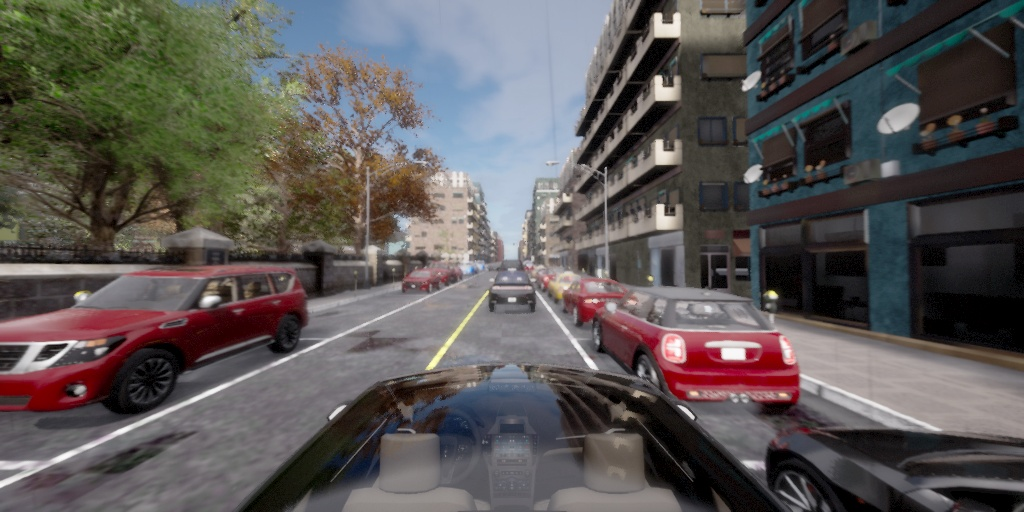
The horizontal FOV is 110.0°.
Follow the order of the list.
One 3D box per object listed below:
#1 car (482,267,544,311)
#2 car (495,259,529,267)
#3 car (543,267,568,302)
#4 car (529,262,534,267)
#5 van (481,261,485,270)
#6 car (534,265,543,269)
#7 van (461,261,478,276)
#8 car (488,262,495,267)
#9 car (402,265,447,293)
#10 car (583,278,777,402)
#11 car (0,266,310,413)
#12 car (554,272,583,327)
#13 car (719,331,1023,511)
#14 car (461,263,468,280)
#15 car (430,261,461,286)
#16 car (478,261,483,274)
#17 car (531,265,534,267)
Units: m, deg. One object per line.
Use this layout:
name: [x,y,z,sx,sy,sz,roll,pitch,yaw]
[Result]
car: [0.019,1.388,15.346,2.128,1.511,4.902,0,0,0]
car: [0.014,1.271,29.444,2.150,2.045,5.566,0,0,0]
car: [2.695,1.442,17.530,1.751,1.417,4.829,0,0,0]
car: [2.699,1.620,34.099,1.751,1.417,4.829,0,0,0]
van: [-5.643,1.732,61.547,1.690,1.789,3.998,0,0,0]
car: [2.697,1.416,22.883,1.967,1.591,4.097,0,0,0]
van: [-5.688,1.554,44.977,1.690,1.789,3.998,0,0,0]
car: [-3.043,1.868,61.409,1.882,1.535,5.008,0,0,0]
car: [-5.684,1.521,22.885,1.888,1.381,4.507,0,0,0]
car: [2.693,1.239,6.314,1.967,1.591,4.097,0,0,0]
car: [-5.688,1.114,6.316,2.192,1.841,5.009,0,0,0]
car: [2.694,1.403,11.836,1.888,1.381,4.507,0,0,0]
car: [2.692,1.306,0.791,1.948,1.339,4.313,0,0,0]
car: [-5.682,1.640,33.931,1.888,1.381,4.507,0,0,0]
car: [-5.683,1.350,28.408,2.192,1.841,5.009,0,0,0]
car: [-5.662,1.838,50.500,1.948,1.339,4.313,0,0,0]
car: [2.698,1.617,28.406,1.802,1.307,4.207,0,0,0]
